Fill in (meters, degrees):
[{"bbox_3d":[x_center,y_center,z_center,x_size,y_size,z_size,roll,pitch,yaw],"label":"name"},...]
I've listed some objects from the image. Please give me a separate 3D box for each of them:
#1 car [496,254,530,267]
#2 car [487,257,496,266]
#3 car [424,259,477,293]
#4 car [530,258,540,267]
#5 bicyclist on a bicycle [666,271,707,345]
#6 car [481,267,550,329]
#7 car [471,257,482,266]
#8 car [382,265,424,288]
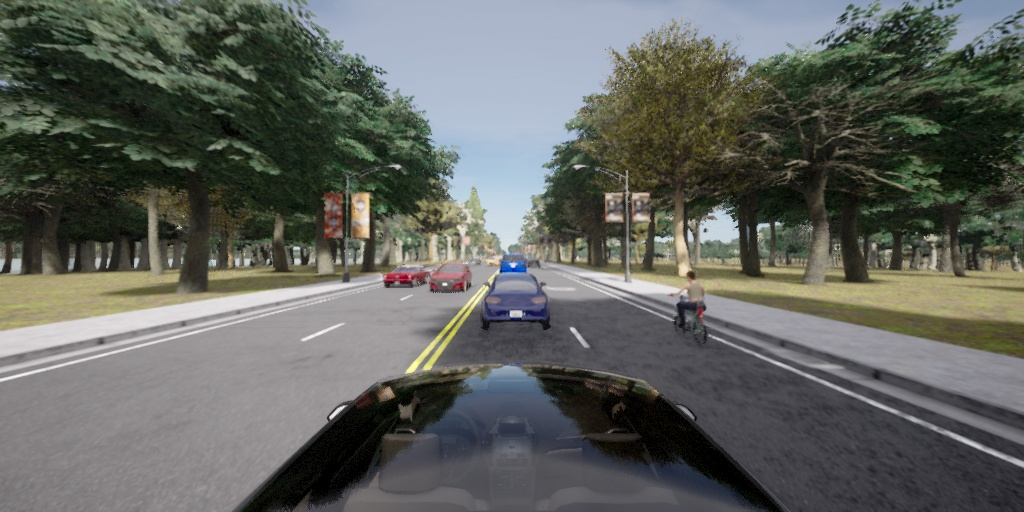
[{"bbox_3d":[0.092,0.840,29.815,2.150,2.045,5.566,0,0,0],"label":"car"},{"bbox_3d":[-3.304,0.991,61.895,1.882,1.535,5.008,0,0,1],"label":"car"},{"bbox_3d":[-3.352,1.135,20.417,1.882,1.535,5.008,0,0,0],"label":"car"},{"bbox_3d":[3.336,1.033,56.325,1.837,1.490,4.892,0,0,0],"label":"car"},{"bbox_3d":[4.129,1.153,8.349,0.866,1.612,1.509,0,0,0],"label":"bicyclist on a bicycle"},{"bbox_3d":[0.096,1.228,10.988,1.812,1.442,4.674,0,0,0],"label":"car"},{"bbox_3d":[-6.540,1.002,64.106,2.128,1.511,4.902,0,0,1],"label":"car"},{"bbox_3d":[-6.604,1.248,22.822,1.895,1.301,4.718,0,0,0],"label":"car"}]
